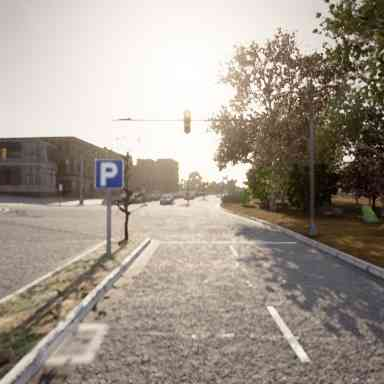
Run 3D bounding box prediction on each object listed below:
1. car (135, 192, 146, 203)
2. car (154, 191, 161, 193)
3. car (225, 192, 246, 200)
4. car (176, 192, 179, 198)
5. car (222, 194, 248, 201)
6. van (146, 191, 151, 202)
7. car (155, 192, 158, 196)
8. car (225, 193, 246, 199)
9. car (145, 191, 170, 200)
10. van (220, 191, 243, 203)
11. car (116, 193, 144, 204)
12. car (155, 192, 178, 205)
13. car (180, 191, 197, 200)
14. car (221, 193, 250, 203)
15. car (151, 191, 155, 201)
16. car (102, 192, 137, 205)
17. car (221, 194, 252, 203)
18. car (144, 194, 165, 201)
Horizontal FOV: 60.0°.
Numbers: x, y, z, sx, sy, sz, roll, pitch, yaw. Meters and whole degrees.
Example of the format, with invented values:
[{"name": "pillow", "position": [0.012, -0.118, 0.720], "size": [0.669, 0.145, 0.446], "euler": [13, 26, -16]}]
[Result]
[{"name": "car", "position": [-10.909, 1.173, 55.045], "size": [5.366, 1.575, 1.946], "euler": [-1, 0, -15]}, {"name": "car", "position": [-9.405, 1.182, 70.008], "size": [4.674, 1.452, 2.002], "euler": [-1, 0, -13]}, {"name": "car", "position": [10.206, 0.929, 78.224], "size": [4.553, 1.767, 2.185], "euler": [0, 1, -11]}, {"name": "car", "position": [-6.786, 1.095, 87.940], "size": [5.008, 1.535, 2.097], "euler": [-1, 0, -11]}, {"name": "car", "position": [8.588, 1.132, 66.485], "size": [4.674, 1.452, 2.002], "euler": [1, 0, -13]}, {"name": "van", "position": [-10.361, 0.937, 61.038], "size": [4.442, 1.987, 1.878], "euler": [-1, 0, -14]}, {"name": "car", "position": [-9.771, 1.189, 67.006], "size": [4.674, 1.452, 2.002], "euler": [-1, 0, -13]}, {"name": "car", "position": [11.040, 1.064, 84.066], "size": [4.792, 1.488, 2.163], "euler": [0, 1, -11]}, {"name": "car", "position": [-8.156, 0.867, 78.998], "size": [5.566, 2.045, 2.435], "euler": [-1, 0, -12]}, {"name": "van", "position": [7.174, 0.902, 54.680], "size": [4.442, 1.987, 1.878], "euler": [1, 0, -14]}, {"name": "car", "position": [-10.821, 1.047, 57.997], "size": [4.553, 1.767, 2.185], "euler": [-1, 0, -14]}, {"name": "car", "position": [-3.752, 1.247, 49.832], "size": [1.837, 1.490, 4.892], "euler": [0, 2, 5]}, {"name": "car", "position": [-0.815, 0.967, 75.599], "size": [2.097, 1.767, 4.553], "euler": [0, 0, 8]}, {"name": "car", "position": [7.553, 0.994, 57.650], "size": [4.553, 1.767, 2.185], "euler": [0, 0, -14]}, {"name": "car", "position": [-10.139, 1.158, 64.010], "size": [4.892, 1.521, 2.231], "euler": [-1, 0, -14]}, {"name": "car", "position": [-11.548, 1.223, 52.052], "size": [4.792, 1.488, 2.163], "euler": [-1, 0, -15]}, {"name": "car", "position": [8.083, 1.109, 60.645], "size": [5.366, 1.575, 1.946], "euler": [1, 0, -13]}, {"name": "car", "position": [-8.601, 1.166, 75.992], "size": [4.674, 1.452, 2.002], "euler": [-1, 0, -12]}]
